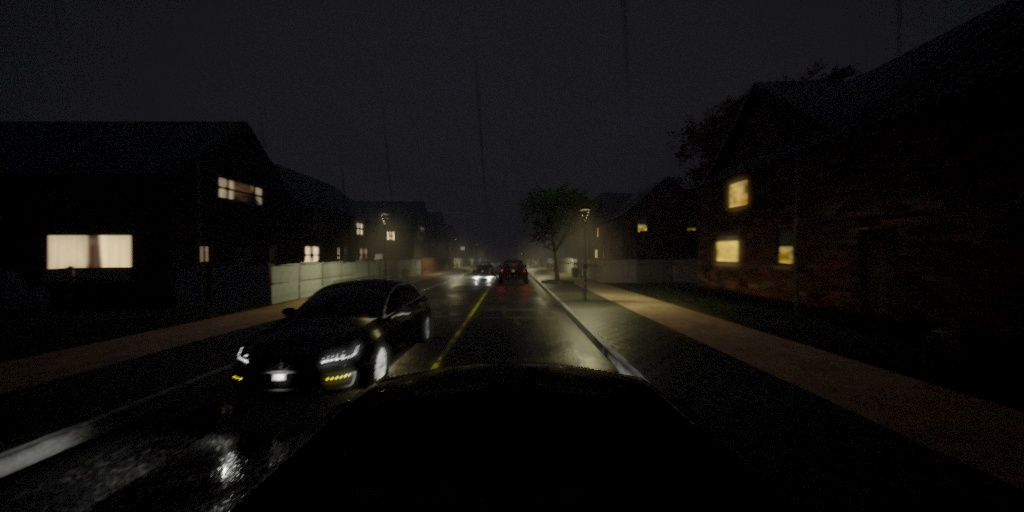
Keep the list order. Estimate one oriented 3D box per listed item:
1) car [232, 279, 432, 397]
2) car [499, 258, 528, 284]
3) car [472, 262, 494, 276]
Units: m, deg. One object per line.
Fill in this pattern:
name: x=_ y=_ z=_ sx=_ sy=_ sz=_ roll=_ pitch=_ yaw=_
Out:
car: x=-2.835 y=1.239 z=6.829 sx=1.837 sy=1.490 sz=4.892 roll=0 pitch=0 yaw=1
car: x=0.097 y=1.053 z=26.906 sx=2.097 sy=1.767 sz=4.553 roll=0 pitch=0 yaw=0
car: x=-2.845 y=1.274 z=36.580 sx=1.994 sy=1.385 sz=4.181 roll=0 pitch=0 yaw=0
